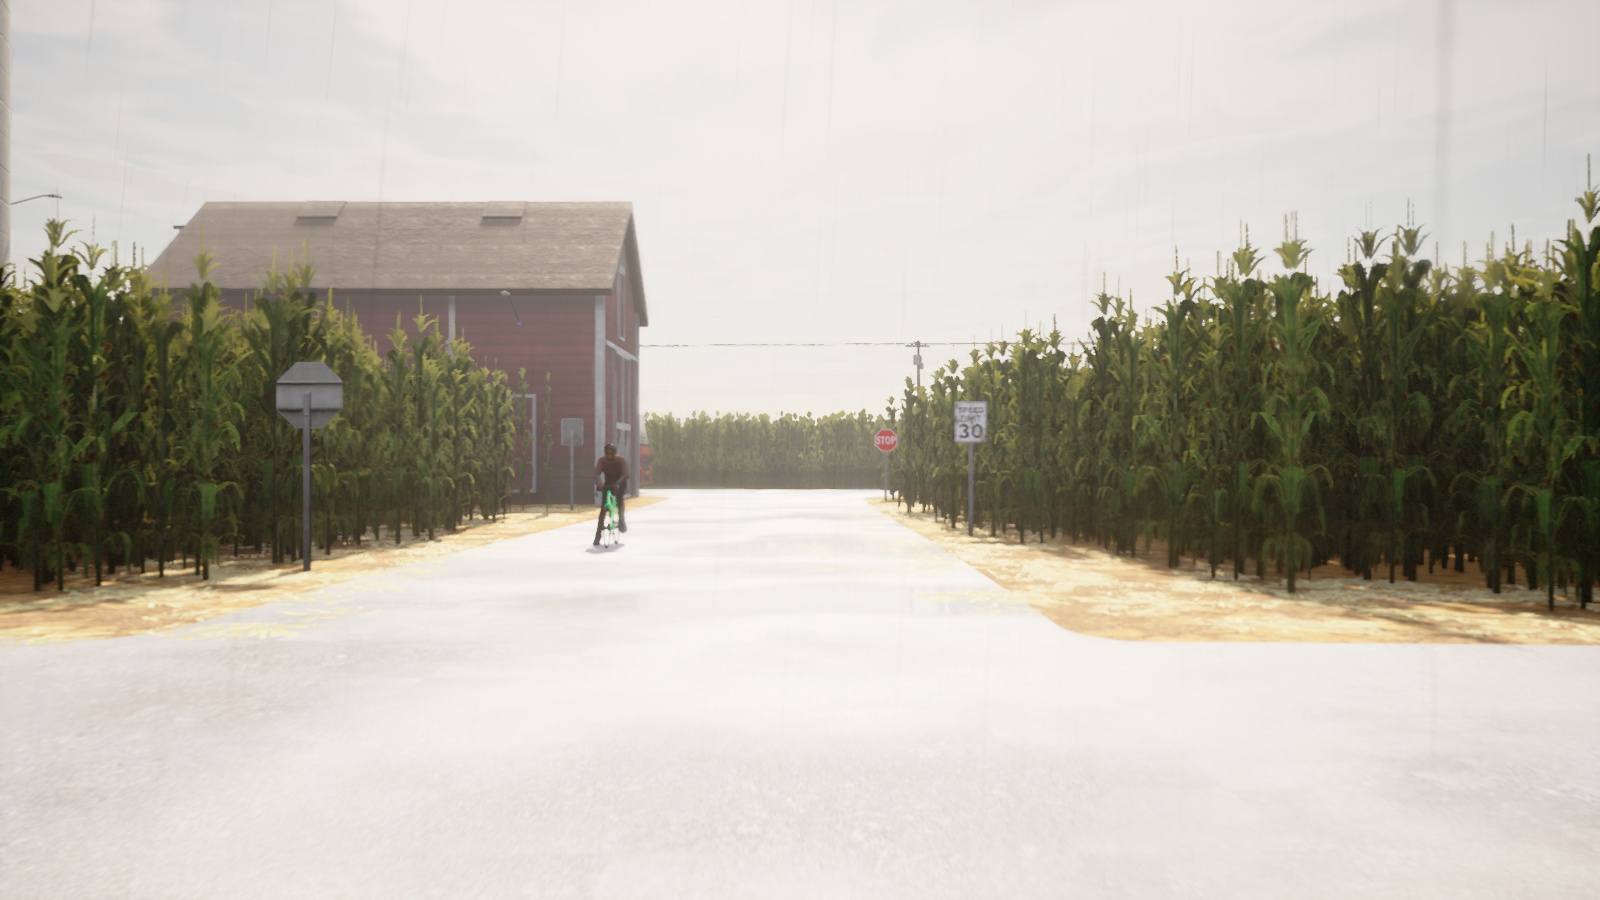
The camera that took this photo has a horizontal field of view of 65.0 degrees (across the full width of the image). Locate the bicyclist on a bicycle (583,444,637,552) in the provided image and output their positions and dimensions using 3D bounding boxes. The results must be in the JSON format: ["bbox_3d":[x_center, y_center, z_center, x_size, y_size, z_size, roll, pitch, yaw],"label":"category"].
[{"bbox_3d":[-2.972,0.726,19.761,0.582,1.620,1.656,0,0,0],"label":"bicyclist on a bicycle"}]

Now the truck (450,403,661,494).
[{"bbox_3d":[-10.482,-0.052,54.348,8.468,3.827,2.891,0,0,3],"label":"truck"}]
